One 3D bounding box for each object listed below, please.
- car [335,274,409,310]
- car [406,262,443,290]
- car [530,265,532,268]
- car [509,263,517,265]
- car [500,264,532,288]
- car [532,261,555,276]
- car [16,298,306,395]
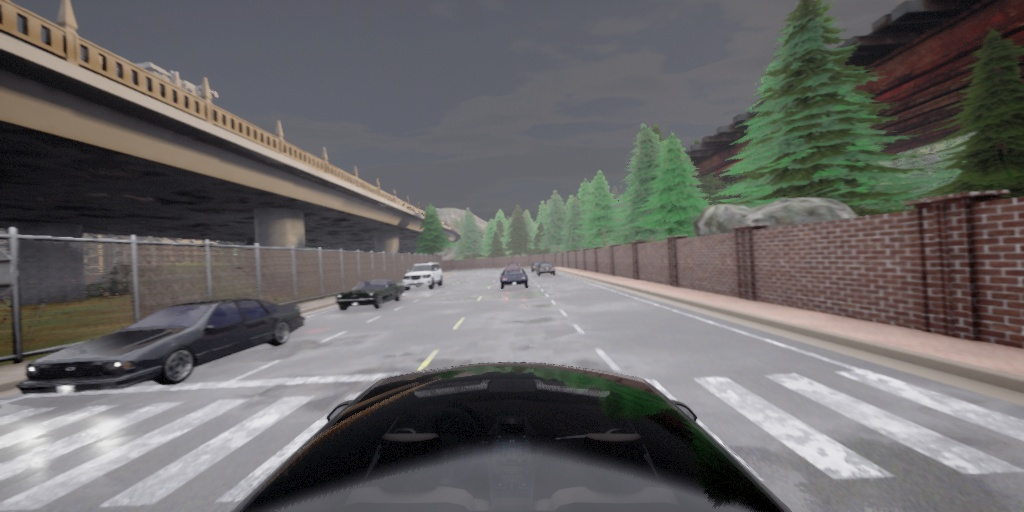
[{"bbox_3d":[-7.063,1.872,18.313,1.895,1.301,4.718,-3,0,0],"label":"car"},{"bbox_3d":[-7.052,1.574,29.008,2.150,2.045,5.566,-3,0,0],"label":"car"},{"bbox_3d":[3.599,1.467,50.137,2.033,1.411,5.357,-3,0,0],"label":"car"},{"bbox_3d":[0.190,1.680,50.931,1.994,1.385,4.181,-3,0,0],"label":"car"},{"bbox_3d":[0.142,1.526,25.720,1.895,1.301,4.718,-3,0,0],"label":"car"},{"bbox_3d":[3.613,1.380,38.943,2.033,1.411,5.357,-3,0,1],"label":"car"},{"bbox_3d":[-7.094,1.744,8.349,2.033,1.411,5.357,-3,0,0],"label":"car"}]
